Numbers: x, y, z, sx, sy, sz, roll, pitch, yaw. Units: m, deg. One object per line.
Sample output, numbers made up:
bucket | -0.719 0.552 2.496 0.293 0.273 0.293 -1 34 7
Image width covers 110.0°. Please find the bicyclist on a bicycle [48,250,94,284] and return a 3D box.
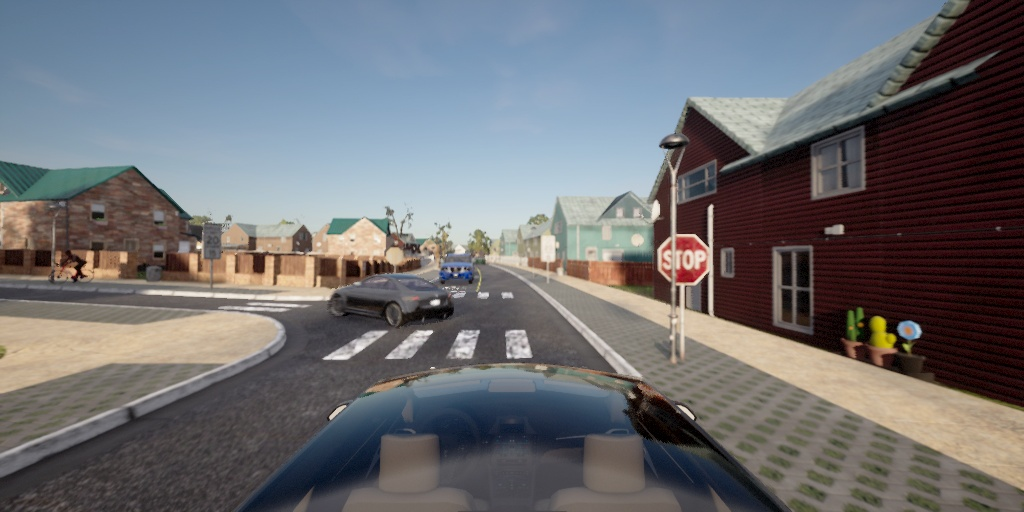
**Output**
bicyclist on a bicycle | -21.545 0.550 17.563 0.582 1.620 1.656 1 0 9

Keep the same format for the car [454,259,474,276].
car | -4.657 1.059 35.436 1.837 1.490 4.892 0 0 -6

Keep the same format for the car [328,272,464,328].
car | -3.830 1.250 11.183 4.181 1.385 1.994 1 -1 33

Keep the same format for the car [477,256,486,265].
car | -5.976 0.733 65.072 2.097 1.767 4.553 0 0 -11

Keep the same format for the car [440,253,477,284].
car | -3.810 0.834 25.644 2.150 2.045 5.566 0 0 -4
